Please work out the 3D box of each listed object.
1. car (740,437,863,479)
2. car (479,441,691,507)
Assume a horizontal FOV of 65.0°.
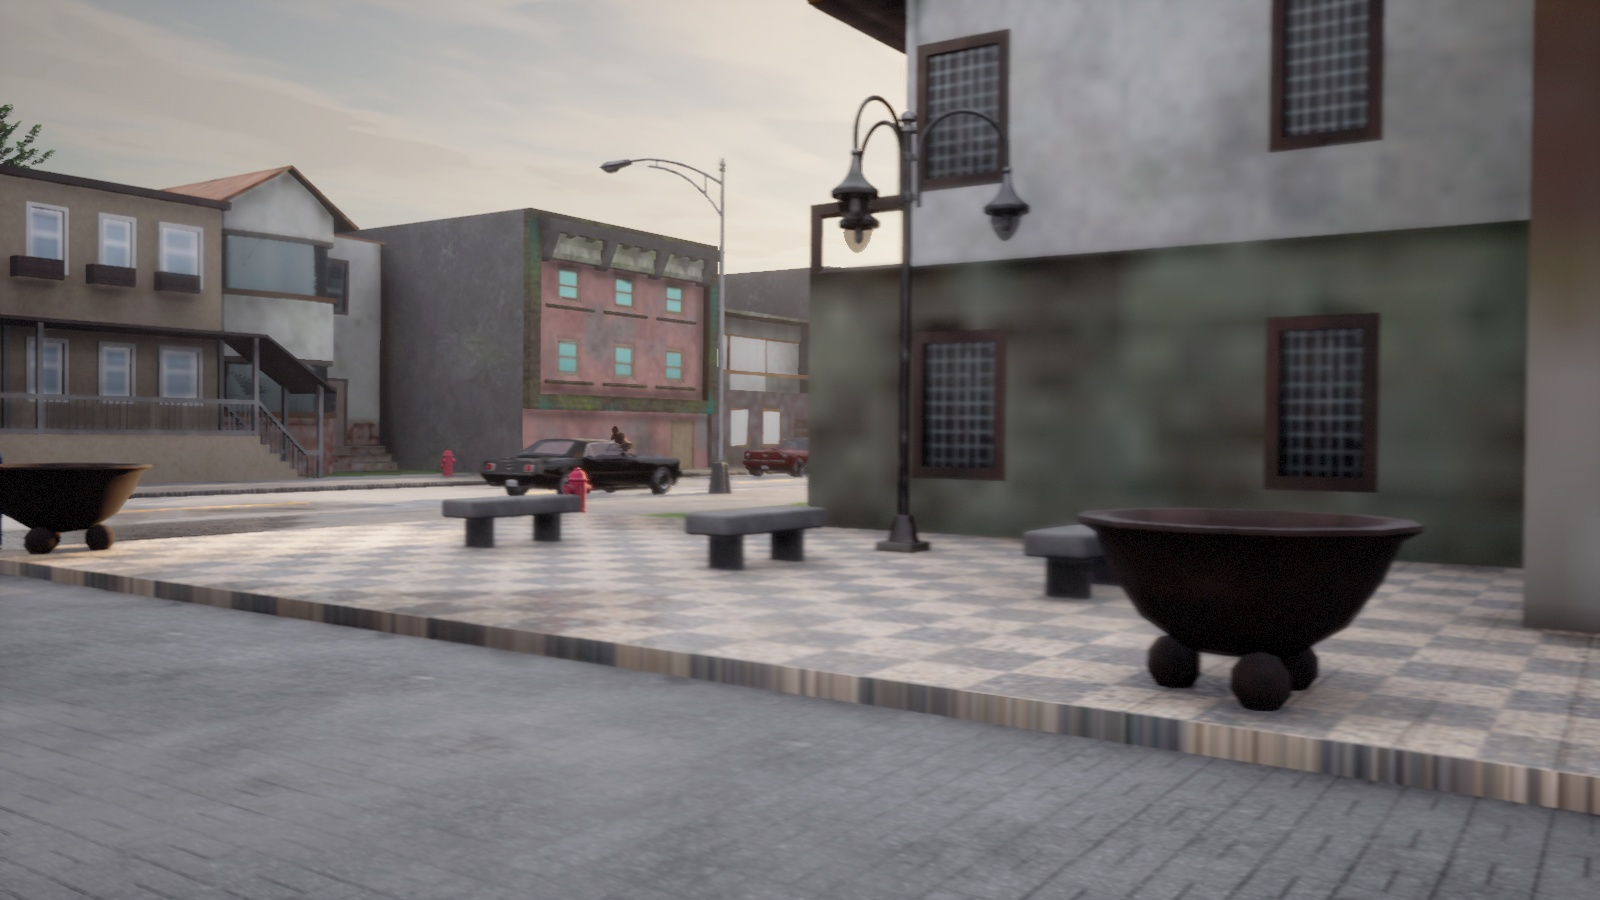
[{"bbox_3d":[0.110,0.240,42.440,1.895,1.301,4.718,0,1,33],"label":"car"},{"bbox_3d":[-4.710,0.480,28.162,1.895,1.301,4.718,0,1,35],"label":"car"}]
